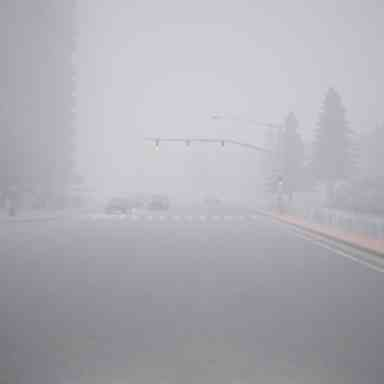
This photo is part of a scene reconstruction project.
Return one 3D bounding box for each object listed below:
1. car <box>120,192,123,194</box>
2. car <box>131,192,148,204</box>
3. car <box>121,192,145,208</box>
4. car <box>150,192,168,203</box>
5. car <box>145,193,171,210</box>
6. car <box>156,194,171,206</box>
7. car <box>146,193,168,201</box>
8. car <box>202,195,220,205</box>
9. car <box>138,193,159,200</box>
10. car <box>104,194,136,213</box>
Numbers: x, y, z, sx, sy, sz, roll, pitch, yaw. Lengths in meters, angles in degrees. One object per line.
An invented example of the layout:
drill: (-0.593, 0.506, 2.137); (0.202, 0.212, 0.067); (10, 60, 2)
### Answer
car: (-14.526, 0.728, 71.940); (4.553, 1.767, 2.097); (0, 1, 32)
car: (-8.216, 0.908, 51.760); (2.097, 1.767, 4.553); (0, 0, -16)
car: (-7.206, 1.130, 41.959); (2.128, 1.511, 4.902); (0, 0, -1)
car: (-5.510, 0.886, 55.026); (2.097, 1.767, 4.553); (0, 0, -19)
car: (-3.578, 1.039, 36.772); (2.097, 1.767, 4.553); (0, 0, 0)
car: (-3.917, 1.089, 45.979); (1.882, 1.535, 5.008); (0, 0, -4)
car: (-6.872, 0.954, 65.044); (1.837, 1.490, 4.892); (0, 1, -39)
car: (2.840, 1.150, 50.430); (1.994, 1.385, 4.181); (0, 0, -9)
car: (-9.448, 0.908, 72.550); (4.674, 1.442, 1.812); (0, 1, 37)
car: (-7.081, 1.240, 32.694); (1.812, 1.442, 4.674); (0, 0, 0)
